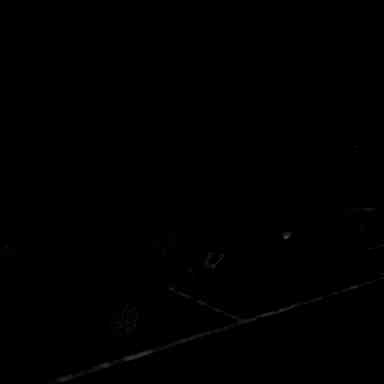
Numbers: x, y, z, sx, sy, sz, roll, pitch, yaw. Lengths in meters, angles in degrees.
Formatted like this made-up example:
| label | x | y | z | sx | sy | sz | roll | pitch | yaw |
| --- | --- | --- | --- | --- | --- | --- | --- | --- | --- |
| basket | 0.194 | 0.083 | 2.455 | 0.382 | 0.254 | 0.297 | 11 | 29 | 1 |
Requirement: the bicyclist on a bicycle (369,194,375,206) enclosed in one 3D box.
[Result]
| label | x | y | z | sx | sy | sz | roll | pitch | yaw |
| --- | --- | --- | --- | --- | --- | --- | --- | --- | --- |
| bicyclist on a bicycle | 24.594 | 1.131 | 45.382 | 1.656 | 1.620 | 0.582 | 0 | 0 | -35 |

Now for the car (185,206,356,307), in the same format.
| label | x | y | z | sx | sy | sz | roll | pitch | yaw |
| --- | --- | --- | --- | --- | --- | --- | --- | --- | --- |
| car | 2.032 | 1.312 | 8.202 | 5.009 | 1.841 | 2.192 | 0 | 1 | -35 |

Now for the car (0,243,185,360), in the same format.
| label | x | y | z | sx | sy | sz | roll | pitch | yaw |
| --- | --- | --- | --- | --- | --- | --- | --- | --- | --- |
| car | -2.549 | 1.544 | 4.938 | 4.507 | 1.381 | 1.887 | 0 | 1 | -35 |
